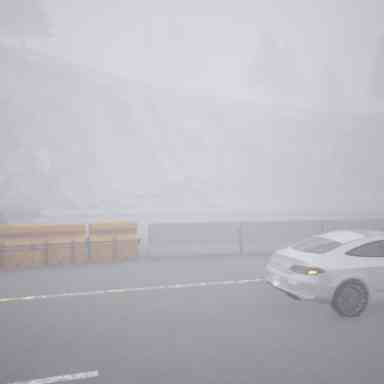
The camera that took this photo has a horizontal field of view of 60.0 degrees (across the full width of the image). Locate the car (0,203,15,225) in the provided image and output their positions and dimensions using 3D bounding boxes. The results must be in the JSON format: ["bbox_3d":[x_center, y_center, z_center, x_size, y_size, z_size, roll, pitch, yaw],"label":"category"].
[{"bbox_3d":[-13.939,1.523,20.252,5.008,1.535,1.882,0,0,-19],"label":"car"}]

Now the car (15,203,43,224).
[{"bbox_3d":[-13.506,1.547,24.084,4.902,1.511,2.128,0,0,-18],"label":"car"}]

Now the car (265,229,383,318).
[{"bbox_3d":[3.881,1.546,7.107,4.674,1.442,1.812,0,0,-14],"label":"car"}]
